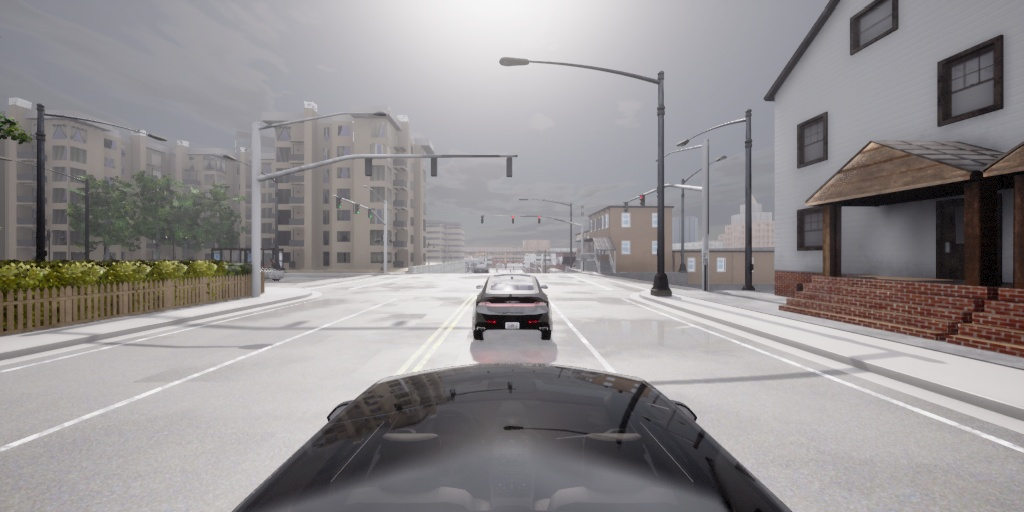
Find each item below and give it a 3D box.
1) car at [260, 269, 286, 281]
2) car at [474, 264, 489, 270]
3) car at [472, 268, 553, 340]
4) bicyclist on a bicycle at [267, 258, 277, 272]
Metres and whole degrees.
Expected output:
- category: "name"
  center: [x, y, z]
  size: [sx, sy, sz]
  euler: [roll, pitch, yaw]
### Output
- category: "car"
  center: [-19.975, 1.351, 27.210]
  size: [4.718, 1.301, 1.895]
  euler: [0, 0, 0]
- category: "car"
  center: [-3.981, 1.774, 47.319]
  size: [1.812, 1.442, 4.674]
  euler: [0, -4, 0]
- category: "car"
  center: [0.002, 1.242, 9.927]
  size: [2.128, 1.511, 4.902]
  euler: [0, 0, 0]
- category: "bicyclist on a bicycle"
  center: [-25.605, 1.053, 38.225]
  size: [0.582, 1.620, 1.656]
  euler: [0, 0, 0]
